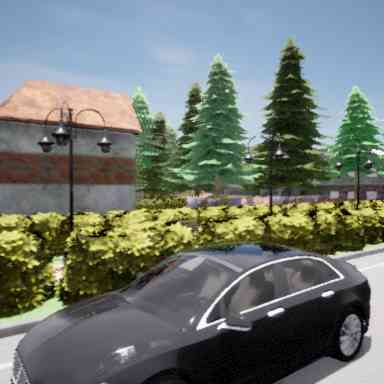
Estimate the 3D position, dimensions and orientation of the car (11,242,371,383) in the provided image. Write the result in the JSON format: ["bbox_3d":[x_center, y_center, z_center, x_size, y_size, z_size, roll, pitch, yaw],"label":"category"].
[{"bbox_3d":[0.437,1.495,4.296,4.892,1.490,1.837,0,0,-36],"label":"car"}]
